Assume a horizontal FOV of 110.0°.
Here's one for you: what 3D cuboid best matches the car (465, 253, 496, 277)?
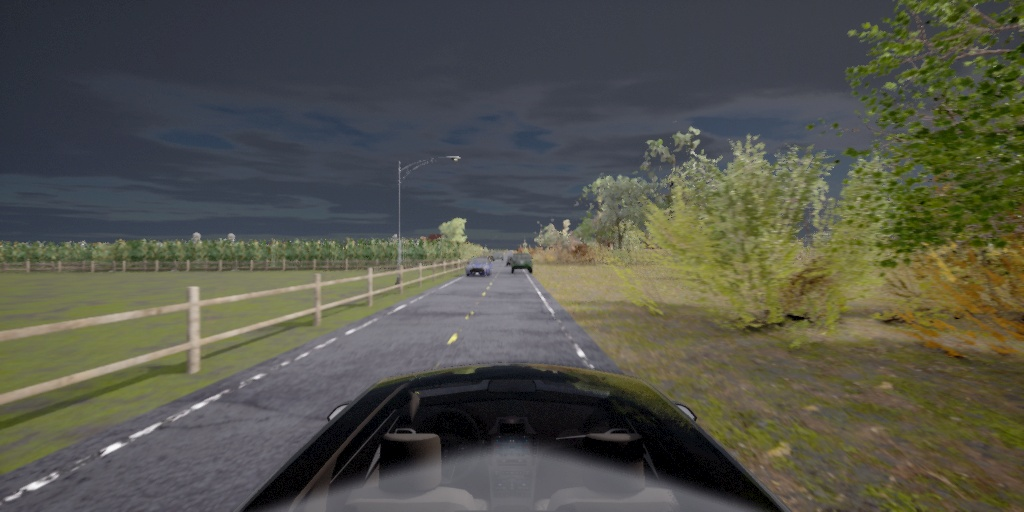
[{"bbox_3d":[-2.833,0.859,31.609,2.097,1.767,4.553,0,1,0],"label":"car"}]

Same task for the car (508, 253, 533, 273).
[{"bbox_3d":[0.959,0.688,36.804,2.150,2.045,5.566,0,1,0],"label":"car"}]

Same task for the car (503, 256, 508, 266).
[{"bbox_3d":[0.001,0.797,55.609,1.837,1.490,4.892,0,1,0],"label":"car"}]
